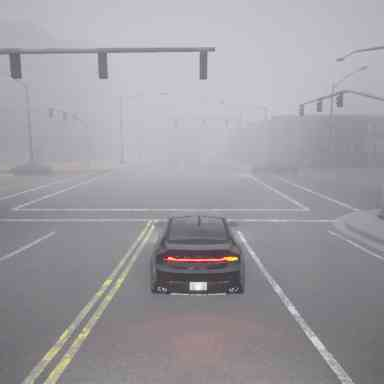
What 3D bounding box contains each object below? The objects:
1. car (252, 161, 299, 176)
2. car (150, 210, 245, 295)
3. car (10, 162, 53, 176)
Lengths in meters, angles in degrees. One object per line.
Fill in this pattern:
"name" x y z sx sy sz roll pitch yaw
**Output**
"car" 8.906 -2.516 35.649 4.892 1.490 1.837 0 8 0
"car" 0.114 1.198 8.097 1.837 1.490 4.892 0 4 0
"car" -17.249 -2.470 35.818 4.181 1.385 1.994 0 8 0
